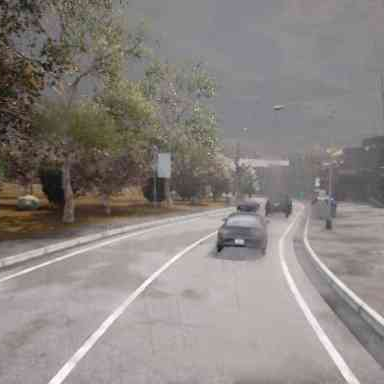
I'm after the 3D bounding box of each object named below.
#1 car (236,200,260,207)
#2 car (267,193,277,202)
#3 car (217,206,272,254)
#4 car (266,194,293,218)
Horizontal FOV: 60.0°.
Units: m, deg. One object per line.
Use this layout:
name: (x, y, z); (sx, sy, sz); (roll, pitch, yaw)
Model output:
car: (6.285, 1.569, 37.156); (1.895, 1.301, 4.718); (2, 1, 20)
car: (18.437, 1.255, 76.758); (2.097, 1.767, 4.553); (1, 0, 10)
car: (2.191, 1.548, 13.674); (1.812, 1.442, 4.674); (2, 0, 14)
car: (8.531, 1.321, 32.477); (2.150, 2.045, 5.566); (2, 1, 20)
